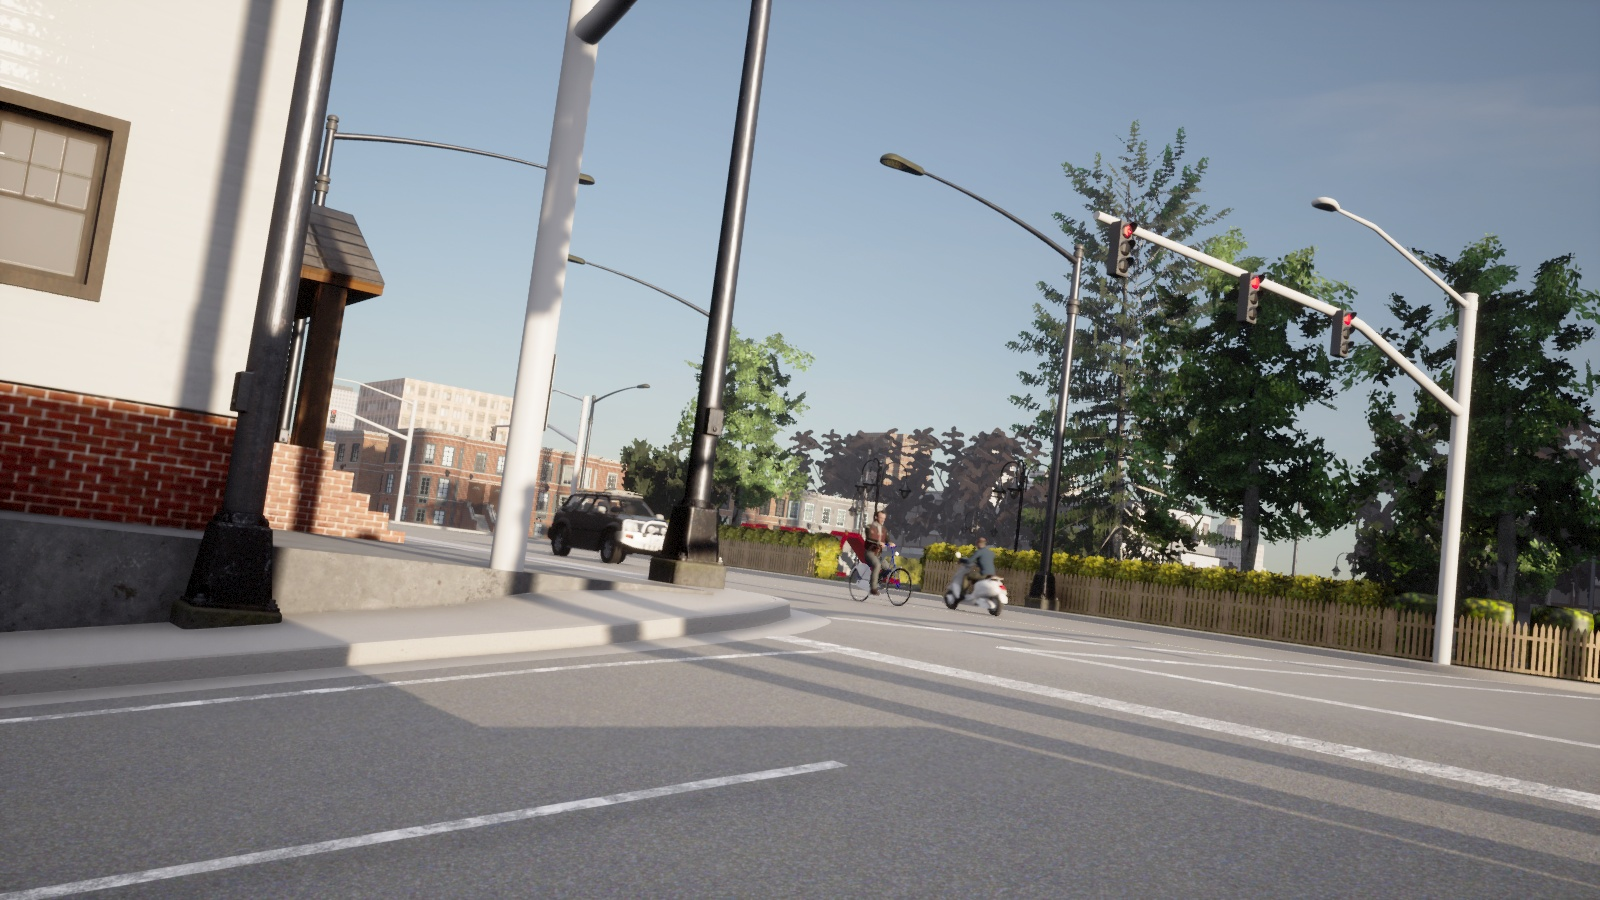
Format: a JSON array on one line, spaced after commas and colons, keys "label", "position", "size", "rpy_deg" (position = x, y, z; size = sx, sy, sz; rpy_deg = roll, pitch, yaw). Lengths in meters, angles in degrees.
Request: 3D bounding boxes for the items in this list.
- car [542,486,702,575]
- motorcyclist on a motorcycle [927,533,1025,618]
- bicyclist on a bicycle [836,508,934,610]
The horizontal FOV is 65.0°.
[{"label": "car", "position": [-4.650, 2.018, 32.269], "size": [1.932, 1.855, 4.605], "rpy_deg": [10, -6, -35]}, {"label": "motorcyclist on a motorcycle", "position": [3.694, 2.621, 26.461], "size": [0.866, 1.590, 1.817], "rpy_deg": [10, -6, -35]}, {"label": "bicyclist on a bicycle", "position": [1.573, 2.013, 23.491], "size": [0.659, 1.776, 1.843], "rpy_deg": [10, -8, -35]}]
